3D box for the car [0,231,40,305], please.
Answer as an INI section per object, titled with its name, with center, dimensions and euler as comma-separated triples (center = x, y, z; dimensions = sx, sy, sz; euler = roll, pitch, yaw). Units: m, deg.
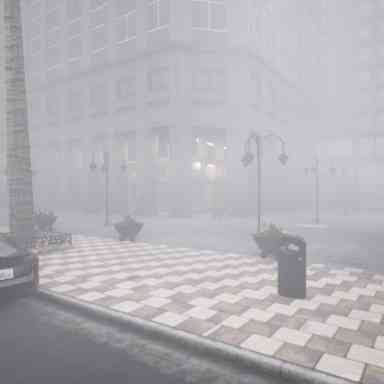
[car]
center = -5.267, 1.513, 7.213
dimensions = 4.786, 1.482, 2.161
euler = 0, 0, 35
